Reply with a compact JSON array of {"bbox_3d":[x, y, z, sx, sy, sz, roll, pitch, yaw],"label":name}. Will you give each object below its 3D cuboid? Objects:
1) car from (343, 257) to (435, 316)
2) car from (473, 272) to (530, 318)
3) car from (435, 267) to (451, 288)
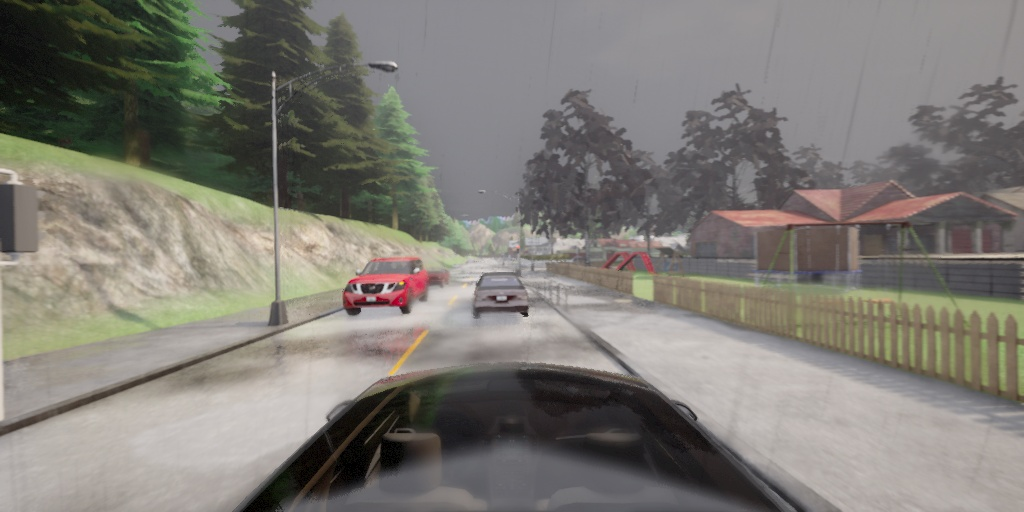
[{"bbox_3d":[-4.771,1.055,14.467,2.150,2.045,5.566,-1,0,-3],"label":"car"},{"bbox_3d":[-0.451,1.290,13.075,2.033,1.411,5.357,-1,0,-3],"label":"car"},{"bbox_3d":[-5.347,1.432,24.421,1.895,1.301,4.718,-1,0,-3],"label":"car"}]
